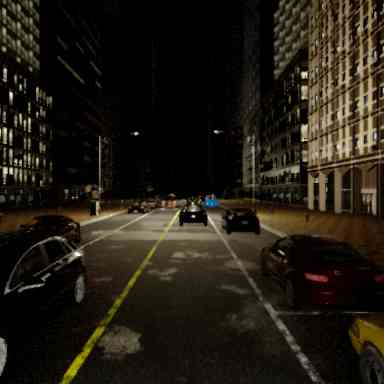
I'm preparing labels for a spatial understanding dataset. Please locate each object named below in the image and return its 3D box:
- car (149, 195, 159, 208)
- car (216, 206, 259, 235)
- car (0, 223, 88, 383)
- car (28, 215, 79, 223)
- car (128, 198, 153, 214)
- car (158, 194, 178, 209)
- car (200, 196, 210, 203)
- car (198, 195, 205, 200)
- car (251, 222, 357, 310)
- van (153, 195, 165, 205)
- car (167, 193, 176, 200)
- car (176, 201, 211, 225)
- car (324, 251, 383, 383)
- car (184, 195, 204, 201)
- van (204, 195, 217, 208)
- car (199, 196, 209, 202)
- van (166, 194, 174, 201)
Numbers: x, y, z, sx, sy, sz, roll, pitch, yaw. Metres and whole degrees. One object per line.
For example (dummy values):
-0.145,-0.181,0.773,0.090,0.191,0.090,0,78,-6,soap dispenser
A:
-5.704,1.466,47.227,1.967,1.590,4.097,0,0,0,car
2.684,1.578,18.887,1.947,1.339,4.313,0,0,0,car
-3.103,1.508,5.178,1.837,1.490,4.892,0,0,0,car
-5.695,1.590,13.218,1.802,1.307,4.206,0,0,0,car
-5.701,1.587,35.890,1.947,1.339,4.313,0,0,0,car
-3.096,1.377,46.709,2.097,1.767,4.553,0,0,0,car
2.671,1.576,69.902,1.887,1.381,4.507,0,0,0,car
2.666,1.610,92.574,1.802,1.307,4.206,0,0,0,car
2.687,1.587,7.551,1.802,1.307,4.206,0,0,0,car
-5.707,1.370,58.563,1.690,1.788,3.998,0,0,0,van
-5.715,1.343,92.572,2.192,1.841,5.009,0,0,0,car
0.094,1.579,23.944,1.994,1.385,4.181,0,0,0,car
2.688,1.527,2.053,1.752,1.417,4.829,0,0,0,car
0.089,1.377,42.168,2.097,1.767,4.553,0,0,0,car
2.676,1.367,47.228,1.690,1.788,3.998,0,0,0,van
2.670,1.598,75.569,1.947,1.339,4.313,0,0,0,car
-5.714,1.371,86.905,1.690,1.788,3.998,0,0,0,van
